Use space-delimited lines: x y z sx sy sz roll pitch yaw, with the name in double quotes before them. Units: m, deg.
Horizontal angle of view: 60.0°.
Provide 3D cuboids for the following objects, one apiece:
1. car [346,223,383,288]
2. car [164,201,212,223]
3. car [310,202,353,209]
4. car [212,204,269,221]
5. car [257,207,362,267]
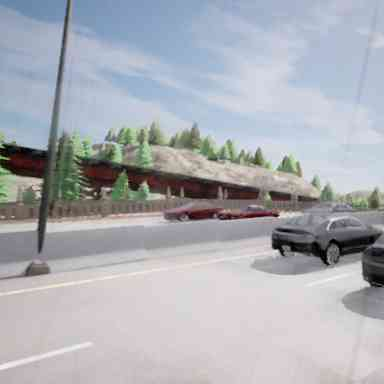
"car" 5.995 1.508 8.047 4.892 1.490 1.837 0 0 -36
"car" 0.205 1.498 25.668 5.008 1.535 1.882 0 0 -36
"car" 9.860 1.505 23.953 4.902 1.511 2.128 0 0 -35
"car" 4.044 1.617 24.109 4.718 1.301 1.895 0 0 -36
"car" 4.842 1.498 11.527 4.902 1.511 2.128 0 0 -36
